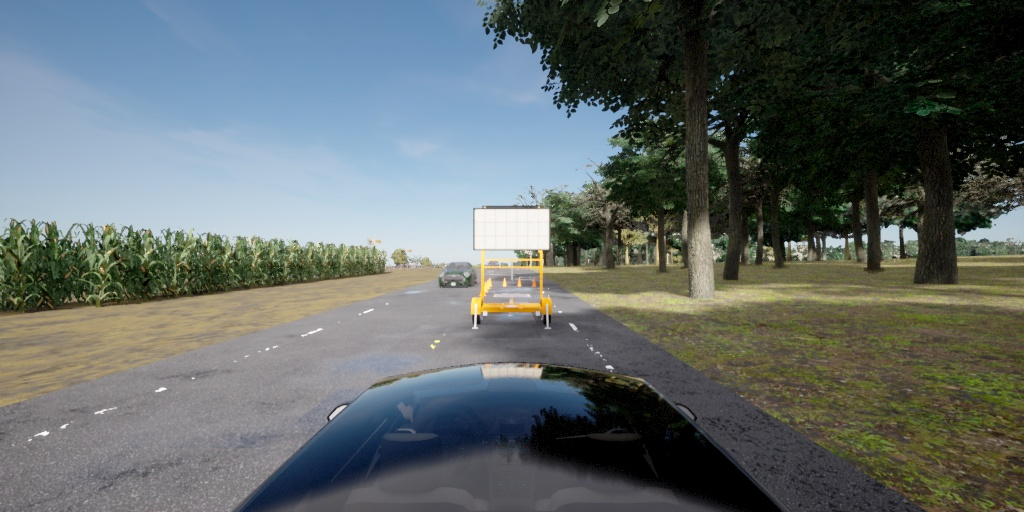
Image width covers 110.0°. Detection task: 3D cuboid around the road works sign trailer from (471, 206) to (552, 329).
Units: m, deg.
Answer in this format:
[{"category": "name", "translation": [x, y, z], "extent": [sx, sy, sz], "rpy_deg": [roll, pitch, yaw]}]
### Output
[{"category": "road works sign trailer", "translation": [-0.002, 0.230, 11.294], "extent": [2.380, 3.560, 2.880], "rpy_deg": [0, 0, 1]}]

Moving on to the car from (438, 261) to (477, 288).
[{"category": "car", "translation": [-3.607, 1.162, 24.342], "extent": [2.097, 1.767, 4.553], "rpy_deg": [0, 0, 0]}]
